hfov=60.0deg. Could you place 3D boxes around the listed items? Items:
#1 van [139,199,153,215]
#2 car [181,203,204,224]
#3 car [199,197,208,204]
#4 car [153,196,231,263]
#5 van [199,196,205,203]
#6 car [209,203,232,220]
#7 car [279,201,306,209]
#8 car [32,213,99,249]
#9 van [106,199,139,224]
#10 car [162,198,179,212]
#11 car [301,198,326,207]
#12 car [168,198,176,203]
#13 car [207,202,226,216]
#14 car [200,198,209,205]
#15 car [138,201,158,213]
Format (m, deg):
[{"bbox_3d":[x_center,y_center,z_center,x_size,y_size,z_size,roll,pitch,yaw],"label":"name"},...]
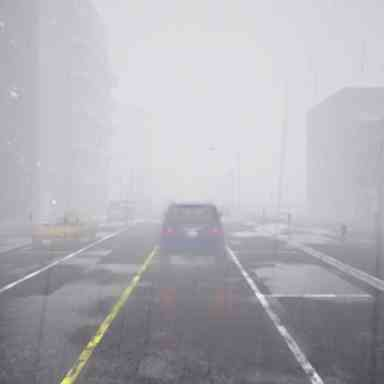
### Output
[{"bbox_3d":[-5.666,1.659,37.918,1.690,1.788,3.998,-1,0,0],"label":"van"},{"bbox_3d":[0.049,1.749,28.513,1.837,1.490,4.892,0,0,1],"label":"car"},{"bbox_3d":[2.728,2.085,81.652,1.967,1.590,4.097,-1,0,0],"label":"car"},{"bbox_3d":[0.022,1.335,12.572,2.150,2.045,5.566,0,0,0],"label":"car"},{"bbox_3d":[2.738,2.063,92.944,1.690,1.788,3.998,-1,0,0],"label":"van"},{"bbox_3d":[2.711,1.818,32.362,1.887,1.381,4.507,-1,0,0],"label":"car"},{"bbox_3d":[16.774,2.156,55.677,4.403,1.369,2.008,0,0,1],"label":"car"},{"bbox_3d":[-5.687,1.660,15.424,1.752,1.417,4.829,-1,0,0],"label":"car"},{"bbox_3d":[-5.678,1.569,26.755,1.690,1.788,3.998,-1,0,0],"label":"van"},{"bbox_3d":[-2.972,1.738,46.635,2.097,1.767,4.553,0,0,0],"label":"car"},{"bbox_3d":[23.442,2.011,64.218,4.097,1.590,1.967,0,0,1],"label":"car"},{"bbox_3d":[-5.606,2.288,92.918,1.947,1.339,4.313,-1,0,0],"label":"car"},{"bbox_3d":[2.718,1.899,37.942,1.802,1.307,4.206,-1,0,0],"label":"car"},{"bbox_3d":[2.724,2.150,76.006,1.887,1.381,4.507,-1,0,0],"label":"car"},{"bbox_3d":[-5.658,1.913,43.495,2.008,1.369,4.403,-1,0,0],"label":"car"}]
